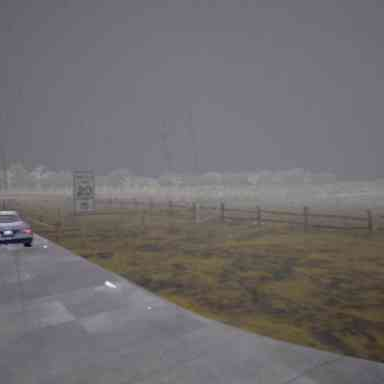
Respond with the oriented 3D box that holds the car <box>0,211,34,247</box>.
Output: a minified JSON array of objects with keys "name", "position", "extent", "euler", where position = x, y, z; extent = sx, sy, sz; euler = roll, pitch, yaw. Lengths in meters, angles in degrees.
[{"name":"car","position":[-8.059,1.509,14.088],"extent":[2.033,1.411,5.357],"euler":[-1,1,-35]}]
